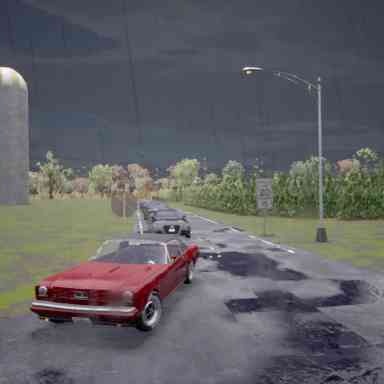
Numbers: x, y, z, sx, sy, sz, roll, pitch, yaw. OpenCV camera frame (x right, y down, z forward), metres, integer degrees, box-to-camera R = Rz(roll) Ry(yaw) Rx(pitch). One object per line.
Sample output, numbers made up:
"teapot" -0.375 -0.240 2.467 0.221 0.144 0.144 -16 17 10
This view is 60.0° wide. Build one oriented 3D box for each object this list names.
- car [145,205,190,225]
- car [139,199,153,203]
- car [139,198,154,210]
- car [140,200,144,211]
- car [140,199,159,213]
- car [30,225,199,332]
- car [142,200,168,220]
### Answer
"car" -1.294 1.648 17.789 1.994 1.385 4.181 -1 0 -10
"car" -4.357 1.708 35.730 2.033 1.411 5.357 -1 0 -10
"car" -6.608 1.693 48.173 1.882 1.535 5.008 -1 0 -10
"car" -3.332 1.699 29.862 1.994 1.385 4.181 -1 0 -10
"car" -5.496 1.679 42.085 2.128 1.511 4.902 -1 0 -10
"car" -1.192 1.653 7.193 1.895 1.301 4.718 0 0 13
"car" -2.235 1.599 23.438 2.128 1.511 4.902 -1 0 -10
